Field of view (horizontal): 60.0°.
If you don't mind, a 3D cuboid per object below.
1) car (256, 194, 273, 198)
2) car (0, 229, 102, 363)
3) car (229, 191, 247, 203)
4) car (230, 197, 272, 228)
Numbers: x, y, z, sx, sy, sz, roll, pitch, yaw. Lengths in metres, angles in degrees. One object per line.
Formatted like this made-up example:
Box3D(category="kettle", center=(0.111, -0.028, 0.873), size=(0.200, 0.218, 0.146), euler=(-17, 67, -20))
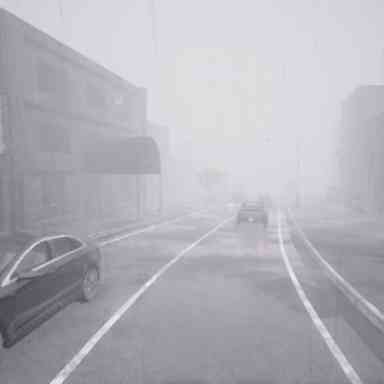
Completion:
Box3D(category="car", center=(8.968, 0.982, 41.260), size=(2.128, 1.511, 4.902), euler=(1, 2, 14))
Box3D(category="car", center=(-3.031, 1.423, 5.284), size=(2.128, 1.511, 4.902), euler=(1, 1, 6))
Box3D(category="car", center=(6.498, 0.645, 46.455), size=(2.097, 1.767, 4.553), euler=(1, 2, 15))
Box3D(category="car", center=(3.978, 1.342, 21.477), size=(2.128, 1.511, 4.902), euler=(1, 1, 14))
